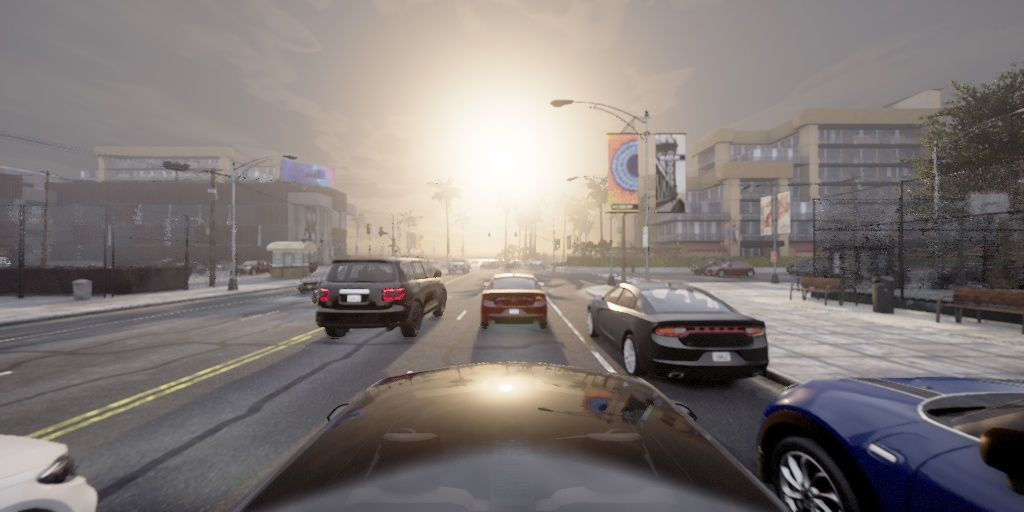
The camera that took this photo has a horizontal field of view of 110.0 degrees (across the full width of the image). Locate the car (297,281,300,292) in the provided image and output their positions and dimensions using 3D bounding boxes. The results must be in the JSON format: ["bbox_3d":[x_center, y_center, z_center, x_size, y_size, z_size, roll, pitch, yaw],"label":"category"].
[{"bbox_3d":[-10.609,1.384,21.206,1.837,1.490,4.892,0,0,0],"label":"car"}]

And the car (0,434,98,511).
[{"bbox_3d":[-3.410,1.265,0.151,1.812,1.442,4.674,0,0,0],"label":"car"}]

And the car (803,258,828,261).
[{"bbox_3d":[35.315,1.233,41.799,5.566,2.045,2.150,0,0,0],"label":"car"}]

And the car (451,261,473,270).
[{"bbox_3d":[-8.868,1.651,63.621,2.128,1.511,4.902,0,0,15],"label":"car"}]

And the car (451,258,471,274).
[{"bbox_3d":[-7.049,1.274,47.512,2.150,2.045,5.566,0,0,1],"label":"car"}]

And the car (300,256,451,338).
[{"bbox_3d":[-3.440,1.032,10.538,2.150,2.045,5.566,0,0,0],"label":"car"}]

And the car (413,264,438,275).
[{"bbox_3d":[-10.557,1.632,44.214,1.895,1.301,4.718,0,0,1],"label":"car"}]

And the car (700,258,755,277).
[{"bbox_3d":[23.151,1.343,38.205,4.553,1.767,2.097,0,0,0],"label":"car"}]

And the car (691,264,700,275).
[{"bbox_3d":[23.898,1.236,41.721,5.566,2.045,2.150,0,0,0],"label":"car"}]

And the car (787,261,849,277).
[{"bbox_3d":[32.798,1.539,38.284,5.357,1.411,2.033,0,0,0],"label":"car"}]

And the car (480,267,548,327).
[{"bbox_3d":[0.067,1.294,11.782,1.882,1.535,5.008,0,0,0],"label":"car"}]

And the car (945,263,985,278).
[{"bbox_3d":[45.161,1.473,34.814,4.892,1.490,1.837,0,0,-1],"label":"car"}]
